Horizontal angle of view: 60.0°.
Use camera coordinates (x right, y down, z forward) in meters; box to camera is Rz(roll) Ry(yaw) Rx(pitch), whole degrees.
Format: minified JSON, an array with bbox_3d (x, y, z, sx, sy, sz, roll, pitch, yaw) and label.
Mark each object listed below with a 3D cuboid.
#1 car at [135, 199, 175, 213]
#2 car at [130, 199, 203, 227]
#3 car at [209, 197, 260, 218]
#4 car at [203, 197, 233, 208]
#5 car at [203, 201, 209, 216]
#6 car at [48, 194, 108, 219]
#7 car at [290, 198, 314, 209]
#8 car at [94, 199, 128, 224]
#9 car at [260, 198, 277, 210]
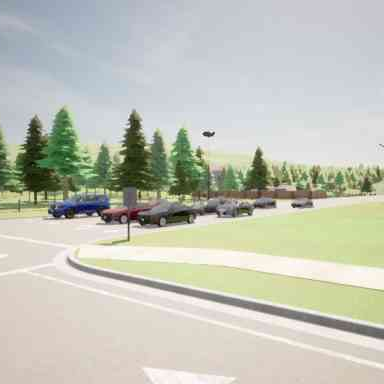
[{"bbox_3d":[-4.040,1.526,37.346,1.812,1.442,4.674,0,0,36],"label":"car"},{"bbox_3d":[-1.627,1.478,22.900,1.882,1.535,5.008,0,0,36],"label":"car"},{"bbox_3d":[3.989,1.491,30.558,2.128,1.511,4.902,0,0,36],"label":"car"},{"bbox_3d":[3.810,1.491,48.053,2.128,1.511,4.902,0,0,36],"label":"car"},{"bbox_3d":[1.313,1.547,32.827,2.033,1.411,5.357,0,0,37],"label":"car"},{"bbox_3d":[-9.816,1.221,29.488,2.150,2.045,5.566,0,0,37],"label":"car"},{"bbox_3d":[15.355,1.548,46.017,2.033,1.411,5.357,0,0,37],"label":"car"},{"bbox_3d":[-4.498,1.478,24.904,1.882,1.535,5.008,0,0,36],"label":"car"},{"bbox_3d":[9.636,1.478,44.160,1.882,1.535,5.008,0,0,37],"label":"car"}]
